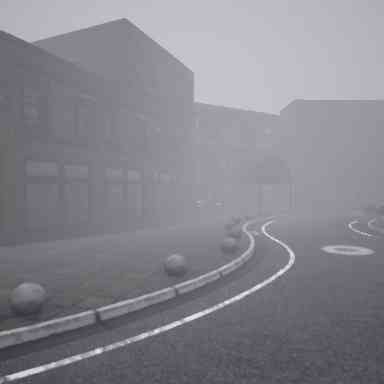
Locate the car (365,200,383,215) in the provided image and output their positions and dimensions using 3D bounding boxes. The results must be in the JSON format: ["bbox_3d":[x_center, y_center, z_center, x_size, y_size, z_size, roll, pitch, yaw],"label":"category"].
[{"bbox_3d":[17.609,1.241,29.160,4.674,1.442,1.812,0,0,-8],"label":"car"}]
